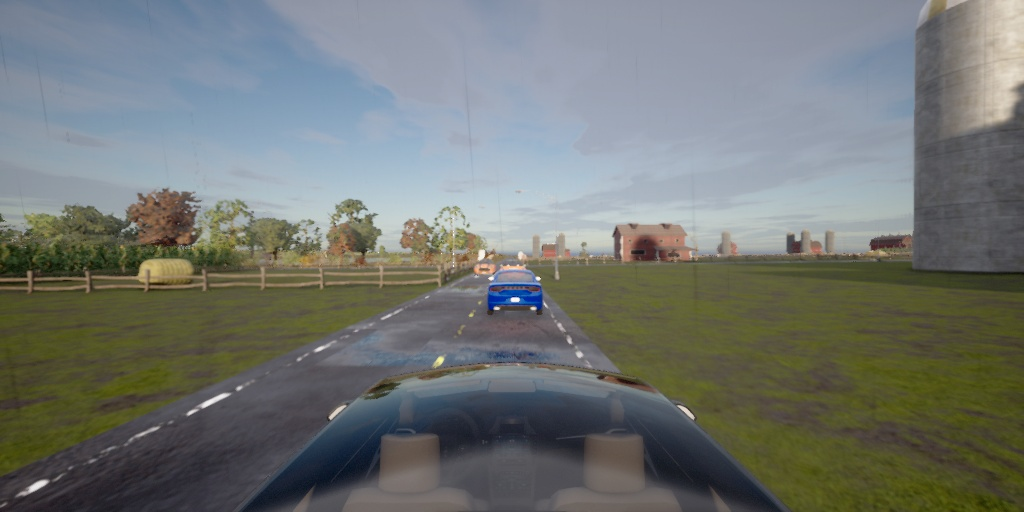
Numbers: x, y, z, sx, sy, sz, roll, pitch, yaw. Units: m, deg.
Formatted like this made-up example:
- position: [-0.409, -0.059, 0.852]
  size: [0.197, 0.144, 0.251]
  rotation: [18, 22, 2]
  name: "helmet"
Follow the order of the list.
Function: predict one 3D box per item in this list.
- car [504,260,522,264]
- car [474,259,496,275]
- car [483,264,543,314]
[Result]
- position: [0.094, 1.121, 29.853]
  size: [2.097, 1.767, 4.553]
  rotation: [0, 0, 0]
  name: "car"
- position: [-2.849, 1.127, 38.744]
  size: [2.097, 1.767, 4.553]
  rotation: [0, 0, 0]
  name: "car"
- position: [0.110, 1.236, 13.807]
  size: [1.882, 1.535, 5.008]
  rotation: [0, 0, 0]
  name: "car"
